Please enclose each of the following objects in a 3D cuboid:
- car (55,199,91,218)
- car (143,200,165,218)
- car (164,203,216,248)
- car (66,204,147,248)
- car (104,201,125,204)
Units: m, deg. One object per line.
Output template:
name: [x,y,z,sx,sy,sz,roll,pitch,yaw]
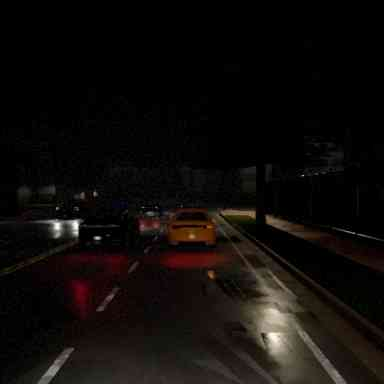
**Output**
car: [-10.500,1.403,29.810,2.097,1.767,4.553,0,0,0]
car: [-3.500,1.494,29.750,2.128,1.511,4.902,0,0,0]
car: [0.000,1.484,14.750,1.882,1.535,5.008,0,0,0]
car: [-3.500,1.494,14.750,2.128,1.511,4.902,0,0,0]
car: [-7.000,1.511,29.780,1.882,1.535,5.008,0,0,0]
